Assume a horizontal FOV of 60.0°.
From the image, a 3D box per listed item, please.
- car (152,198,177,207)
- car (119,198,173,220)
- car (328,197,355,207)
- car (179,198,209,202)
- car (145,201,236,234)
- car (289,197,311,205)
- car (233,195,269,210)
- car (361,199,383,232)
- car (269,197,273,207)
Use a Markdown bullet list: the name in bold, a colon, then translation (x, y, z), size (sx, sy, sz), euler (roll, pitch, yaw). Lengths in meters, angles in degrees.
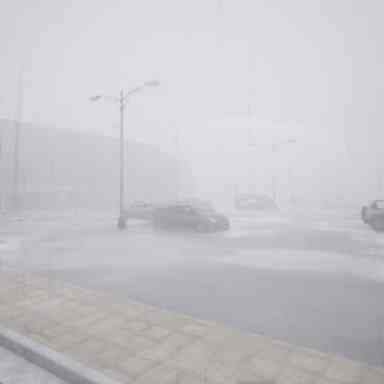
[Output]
- **car**: translation (-4.545, 1.723, 55.805), size (1.994, 1.385, 4.181), euler (0, 0, 36)
- **car**: translation (-3.789, 1.415, 25.683), size (3.806, 1.475, 1.970), euler (0, 0, 35)
- **car**: translation (23.585, 1.574, 52.518), size (3.806, 1.475, 1.970), euler (0, 0, 35)
- **car**: translation (-0.343, 1.337, 31.106), size (5.027, 1.636, 2.152), euler (0, 0, 35)
- **car**: translation (-0.154, 1.485, 18.619), size (4.514, 1.523, 2.007), euler (0, 0, 35)
- **car**: translation (19.253, 1.559, 59.240), size (3.633, 1.501, 1.845), euler (0, 0, 35)
- **car**: translation (7.054, 1.261, 41.546), size (3.866, 1.878, 1.905), euler (0, 0, 35)
- **car**: translation (12.027, 1.291, 18.496), size (4.605, 1.855, 1.932), euler (0, 0, 35)
- **car**: translation (8.397, 1.281, 44.155), size (4.605, 1.855, 1.932), euler (0, 0, 35)
